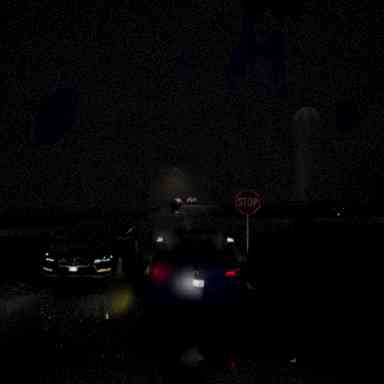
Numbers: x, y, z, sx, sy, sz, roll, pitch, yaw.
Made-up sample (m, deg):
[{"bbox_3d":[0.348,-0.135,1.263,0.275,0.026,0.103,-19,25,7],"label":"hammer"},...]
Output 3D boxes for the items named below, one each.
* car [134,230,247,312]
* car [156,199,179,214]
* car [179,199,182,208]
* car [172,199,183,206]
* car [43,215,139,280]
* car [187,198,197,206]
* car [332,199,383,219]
[{"bbox_3d":[0.071,1.575,7.839,1.994,1.385,4.181,0,0,1],"label":"car"},{"bbox_3d":[-2.867,1.694,37.351,2.033,1.411,5.357,0,0,0],"label":"car"},{"bbox_3d":[-2.854,1.854,46.969,1.895,1.301,4.718,0,-1,0],"label":"car"},{"bbox_3d":[-2.792,2.124,66.627,1.994,1.385,4.181,0,-1,1],"label":"car"},{"bbox_3d":[-2.770,1.519,10.070,1.837,1.490,4.892,1,0,-1],"label":"car"},{"bbox_3d":[-0.023,1.946,68.642,2.097,1.767,4.553,0,-1,0],"label":"car"},{"bbox_3d":[12.644,1.195,23.806,4.718,1.301,1.895,-2,-1,-2],"label":"car"}]
